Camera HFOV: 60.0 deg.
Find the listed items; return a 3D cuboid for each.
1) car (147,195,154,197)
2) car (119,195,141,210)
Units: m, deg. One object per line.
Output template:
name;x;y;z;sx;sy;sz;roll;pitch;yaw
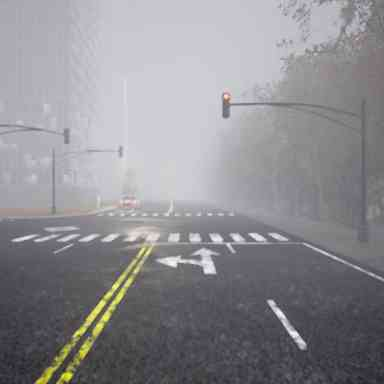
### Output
car;-10.272;1.086;82.479;2.128;1.511;4.902;0;0;-5
car;-7.361;1.181;39.588;2.097;1.767;4.553;0;0;-3
